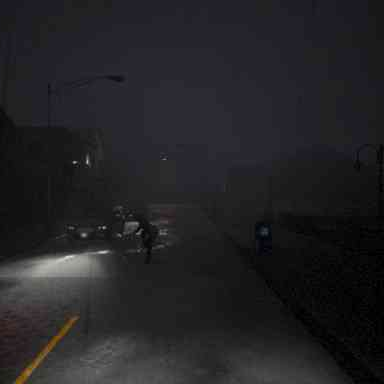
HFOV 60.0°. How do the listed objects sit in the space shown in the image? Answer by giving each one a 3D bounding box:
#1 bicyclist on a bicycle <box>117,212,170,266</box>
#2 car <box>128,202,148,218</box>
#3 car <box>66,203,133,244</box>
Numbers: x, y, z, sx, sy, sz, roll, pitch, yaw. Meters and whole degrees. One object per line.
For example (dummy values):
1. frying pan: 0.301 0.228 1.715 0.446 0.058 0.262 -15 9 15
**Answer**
1. bicyclist on a bicycle: -1.517 1.451 10.232 1.656 1.620 0.582 -2 0 -1
2. car: -4.683 1.525 27.421 1.812 1.442 4.674 0 0 -1
3. car: -4.435 1.493 15.960 2.128 1.511 4.902 0 0 -1
